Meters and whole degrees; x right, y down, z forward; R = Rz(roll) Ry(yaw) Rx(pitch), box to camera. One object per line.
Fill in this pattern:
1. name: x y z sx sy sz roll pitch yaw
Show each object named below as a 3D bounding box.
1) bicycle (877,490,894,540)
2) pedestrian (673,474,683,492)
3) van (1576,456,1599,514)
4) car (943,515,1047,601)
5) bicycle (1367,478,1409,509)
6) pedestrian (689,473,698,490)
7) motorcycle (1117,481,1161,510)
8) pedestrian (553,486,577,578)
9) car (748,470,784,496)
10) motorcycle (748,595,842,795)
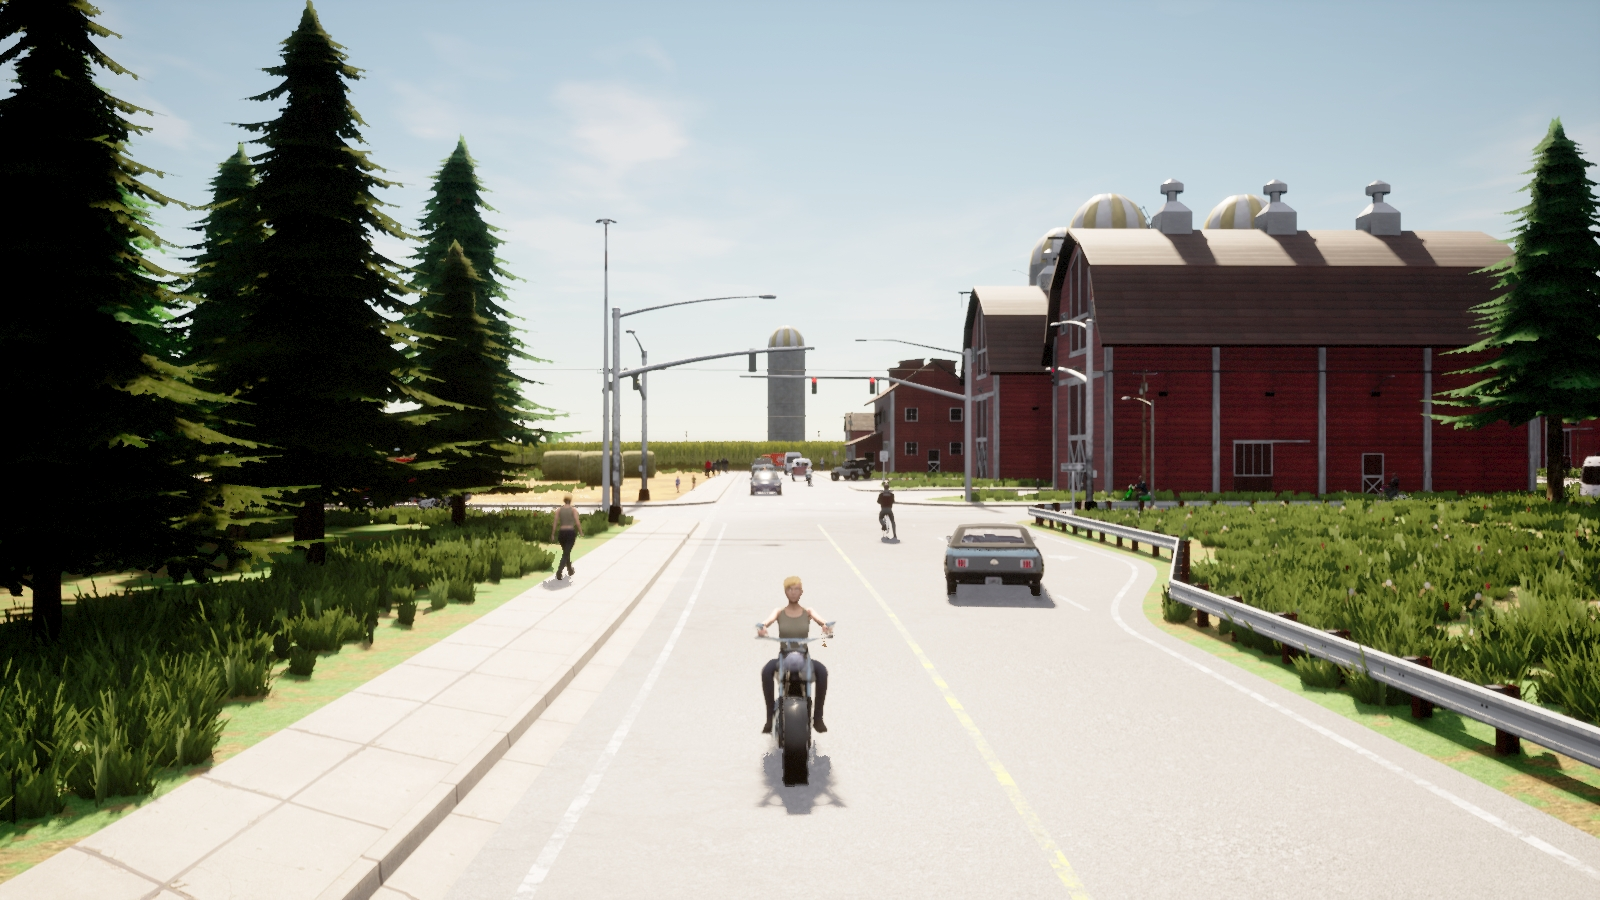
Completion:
1. bicycle: 2.689 2.037 36.060 0.329 1.471 1.835 0 0 -2
2. pedestrian: -7.630 2.055 71.303 0.500 1.100 0.500 0 0 7
3. van: 38.165 1.538 50.846 5.915 2.561 1.988 0 0 -1
4. car: 3.952 2.130 23.539 1.895 1.301 4.718 0 0 8
5. bicycle: 27.878 2.064 54.154 1.835 1.471 0.329 1 0 -1
6. pedestrian: -6.985 2.056 74.852 0.500 1.100 0.500 0 0 -17
7. motorcycle: 15.989 2.147 53.899 1.805 1.316 0.856 0 0 -1
8. pedestrian: -4.795 1.671 23.343 0.375 1.860 0.375 0 0 8
9. car: -2.153 2.038 72.119 2.163 1.488 4.792 0 0 -2
10. motorcycle: -0.054 2.129 10.417 0.764 1.307 2.356 0 0 -1
